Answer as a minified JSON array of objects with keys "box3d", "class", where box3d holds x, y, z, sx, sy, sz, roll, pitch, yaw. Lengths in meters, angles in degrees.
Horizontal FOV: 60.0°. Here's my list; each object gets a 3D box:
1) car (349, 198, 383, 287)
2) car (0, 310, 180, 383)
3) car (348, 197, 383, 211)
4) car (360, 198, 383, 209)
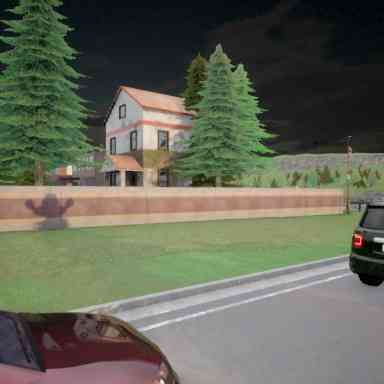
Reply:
[{"box3d":[6.113,1.221,8.137,5.566,2.045,2.150,0,0,-35],"class":"car"},{"box3d":[-2.115,1.564,2.355,4.181,1.385,1.994,0,0,-34],"class":"car"},{"box3d":[22.809,1.491,42.496,2.128,1.511,4.902,0,0,-36],"class":"car"},{"box3d":[25.446,1.525,44.827,1.812,1.442,4.674,0,0,-36],"class":"car"}]
